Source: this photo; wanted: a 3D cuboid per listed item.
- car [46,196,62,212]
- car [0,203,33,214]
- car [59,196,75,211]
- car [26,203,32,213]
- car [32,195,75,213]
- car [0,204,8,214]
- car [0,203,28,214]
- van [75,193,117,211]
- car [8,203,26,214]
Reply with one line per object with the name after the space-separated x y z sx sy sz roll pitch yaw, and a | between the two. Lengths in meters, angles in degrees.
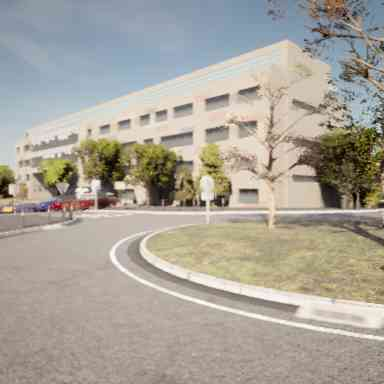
-15.249 1.633 42.261 2.097 1.535 5.008 -4 -2 39 | car
-28.173 2.641 52.795 2.163 1.488 4.792 -4 -2 39 | car
-13.033 1.516 40.501 2.163 1.488 4.792 -4 -1 39 | car
-19.549 1.984 45.717 2.163 1.488 4.792 -4 -2 39 | car
-17.400 1.540 43.966 2.435 2.045 5.566 -4 -2 39 | car
-25.910 2.442 51.159 1.946 1.575 5.366 -4 -2 39 | car
-30.240 2.771 54.675 1.946 1.575 5.366 -4 -2 39 | car
-10.828 1.138 38.818 1.878 1.987 4.442 -3 -1 39 | van
-23.842 2.312 49.279 2.163 1.488 4.792 -4 -2 39 | car
